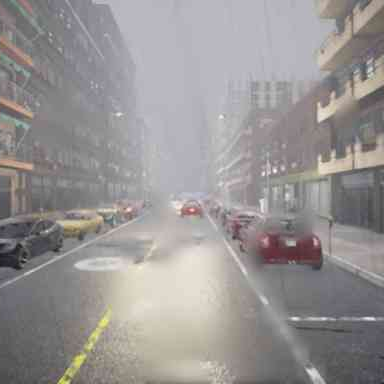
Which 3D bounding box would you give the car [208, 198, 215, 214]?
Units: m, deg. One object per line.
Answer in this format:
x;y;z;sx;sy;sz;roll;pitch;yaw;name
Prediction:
2.679;1.495;27.986;2.008;1.369;4.403;1;0;0;car

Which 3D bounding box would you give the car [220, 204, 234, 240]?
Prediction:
2.688;1.513;16.645;1.887;1.381;4.507;1;0;0;car

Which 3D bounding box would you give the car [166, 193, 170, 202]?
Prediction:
-5.734;1.275;73.413;1.967;1.590;4.097;1;0;0;car

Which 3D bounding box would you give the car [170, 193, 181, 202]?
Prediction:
-3.056;1.383;68.340;1.812;1.442;4.674;0;0;0;car

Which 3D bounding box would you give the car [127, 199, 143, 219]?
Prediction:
-5.699;1.385;28.045;1.967;1.590;4.097;1;0;0;car

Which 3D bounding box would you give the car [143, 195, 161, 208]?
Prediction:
-5.714;1.457;45.058;2.008;1.369;4.403;1;0;0;car

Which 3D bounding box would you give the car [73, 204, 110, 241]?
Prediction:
-5.691;1.494;16.533;1.752;1.417;4.829;1;0;0;car

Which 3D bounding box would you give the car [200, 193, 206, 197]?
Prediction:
2.642;1.388;62.179;1.752;1.417;4.829;1;0;0;car

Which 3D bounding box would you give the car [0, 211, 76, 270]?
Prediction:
-5.688;1.545;11.032;1.947;1.339;4.313;1;0;0;car

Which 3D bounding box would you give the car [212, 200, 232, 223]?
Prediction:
2.684;1.507;22.315;2.008;1.369;4.403;1;0;0;car

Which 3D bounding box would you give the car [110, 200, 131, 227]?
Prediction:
-5.696;1.507;22.374;2.008;1.369;4.403;1;0;0;car

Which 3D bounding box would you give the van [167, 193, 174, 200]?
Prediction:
-5.746;1.130;90.426;1.690;1.788;3.998;1;0;0;van

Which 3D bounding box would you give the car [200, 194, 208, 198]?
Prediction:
2.662;1.437;50.668;1.887;1.381;4.507;1;0;0;car

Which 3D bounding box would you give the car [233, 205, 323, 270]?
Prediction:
2.694;1.419;10.973;1.967;1.590;4.097;1;0;0;car

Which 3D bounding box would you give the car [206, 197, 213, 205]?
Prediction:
2.675;1.477;33.656;1.887;1.381;4.507;1;0;0;car

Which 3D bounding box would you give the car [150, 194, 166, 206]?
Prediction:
-5.715;1.207;50.728;2.192;1.841;5.009;1;0;0;car

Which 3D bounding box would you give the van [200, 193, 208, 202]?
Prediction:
2.614;1.176;73.350;1.690;1.788;3.998;1;0;0;van

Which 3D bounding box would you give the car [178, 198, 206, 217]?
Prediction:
0.012;1.510;30.392;1.994;1.385;4.181;0;0;1;car
